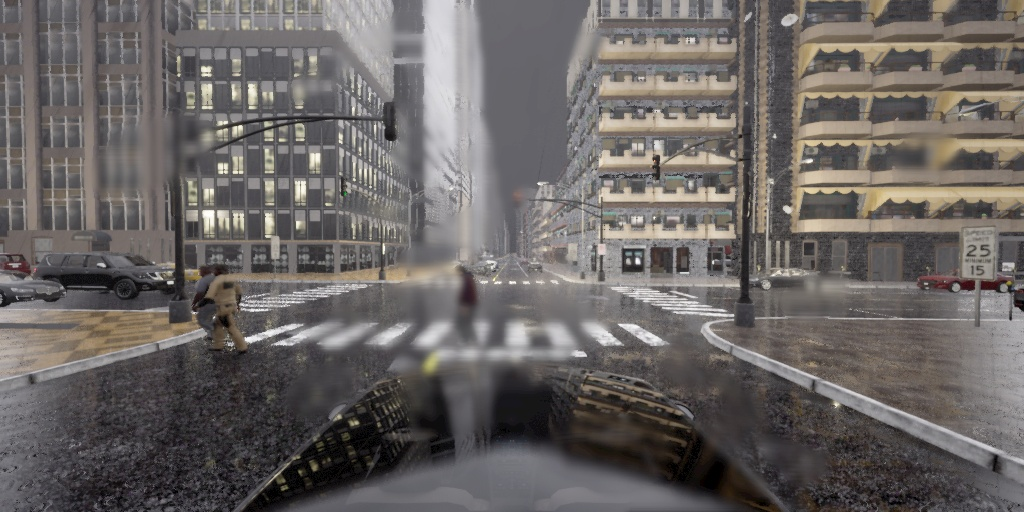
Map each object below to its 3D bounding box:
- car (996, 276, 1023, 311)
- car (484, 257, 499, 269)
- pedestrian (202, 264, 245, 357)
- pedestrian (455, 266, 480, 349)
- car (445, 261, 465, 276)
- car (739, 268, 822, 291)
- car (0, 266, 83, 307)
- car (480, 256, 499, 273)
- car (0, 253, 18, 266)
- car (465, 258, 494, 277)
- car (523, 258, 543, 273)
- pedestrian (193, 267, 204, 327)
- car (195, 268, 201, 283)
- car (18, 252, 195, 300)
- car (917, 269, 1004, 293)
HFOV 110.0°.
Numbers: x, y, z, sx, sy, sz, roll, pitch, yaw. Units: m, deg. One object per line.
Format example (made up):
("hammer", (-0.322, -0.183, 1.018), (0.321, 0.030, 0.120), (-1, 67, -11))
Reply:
("car", (21.715, 1.576, 13.432), (4.313, 1.339, 1.948), (0, 0, 1))
("car", (-3.094, 1.088, 54.905), (2.097, 1.767, 4.553), (0, 0, 0))
("pedestrian", (-5.676, 1.042, 7.067), (0.375, 1.860, 0.375), (-1, 1, 0))
("pedestrian", (-0.966, 1.042, 7.670), (0.375, 1.860, 0.375), (-1, 1, 0))
("car", (-5.695, 1.265, 36.531), (1.751, 1.417, 4.829), (0, 0, 0))
("car", (16.307, 1.375, 21.888), (4.403, 1.370, 2.007), (0, 0, 1))
("car", (-20.287, 1.204, 14.047), (4.403, 1.370, 2.007), (0, 0, 1))
("car", (-3.102, 0.959, 44.436), (2.150, 2.045, 5.566), (0, 0, 0))
("car", (-33.616, 0.712, 22.583), (5.009, 1.841, 2.192), (0, 0, 1))
("car", (-3.099, 1.245, 34.737), (1.837, 1.490, 4.892), (0, 0, 0))
("car", (2.685, 1.289, 42.356), (2.007, 1.370, 4.403), (0, 0, 0))
("pedestrian", (-6.945, 1.042, 8.269), (0.375, 1.860, 0.375), (-1, 1, 0))
("car", (-21.669, 1.029, 22.380), (4.829, 1.417, 1.751), (0, 0, 1))
("car", (-18.484, 0.848, 16.567), (5.566, 2.045, 2.150), (1, 1, 1))
("car", (27.372, 1.461, 21.734), (4.507, 1.381, 1.888), (0, 0, 1))
